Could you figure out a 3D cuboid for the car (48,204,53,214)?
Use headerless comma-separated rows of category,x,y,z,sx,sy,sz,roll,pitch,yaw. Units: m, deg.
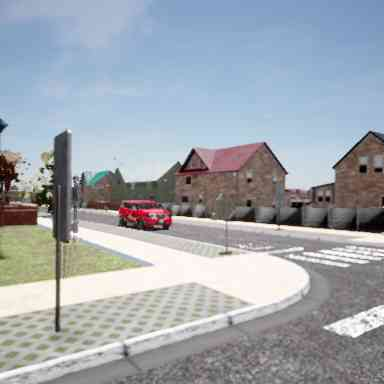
car,-18.944,2.306,46.968,1.994,1.385,4.181,1,-1,-34

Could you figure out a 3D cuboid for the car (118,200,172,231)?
car,-3.587,1.645,24.499,2.150,2.045,5.566,1,-1,-34
